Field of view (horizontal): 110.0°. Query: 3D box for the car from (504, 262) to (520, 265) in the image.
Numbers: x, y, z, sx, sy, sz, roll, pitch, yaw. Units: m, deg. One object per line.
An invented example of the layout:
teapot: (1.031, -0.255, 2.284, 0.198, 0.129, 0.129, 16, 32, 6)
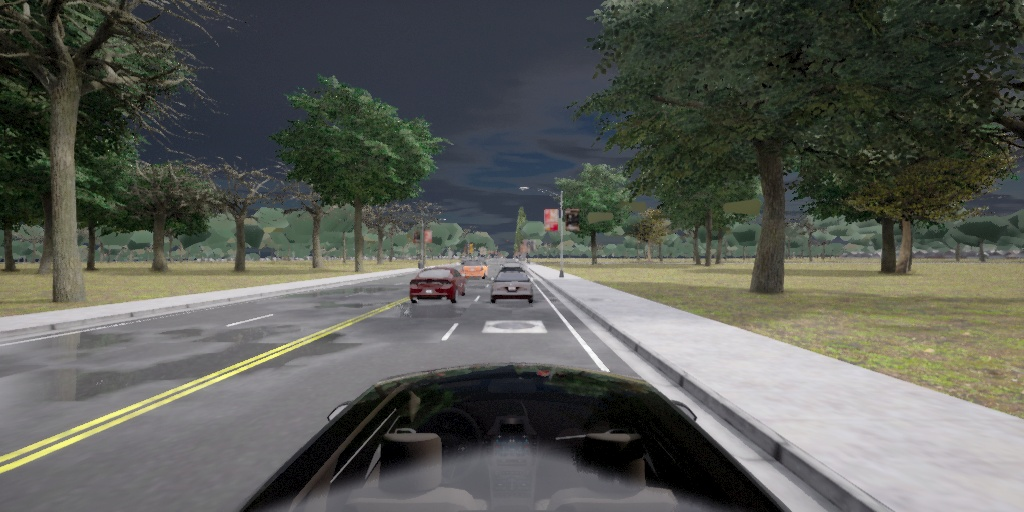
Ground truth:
car: (0.000, 1.242, 31.500, 1.882, 1.535, 5.008, 0, 0, 0)

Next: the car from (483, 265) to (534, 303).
car: (0.000, 1.314, 16.500, 2.033, 1.411, 5.357, 0, 0, 0)

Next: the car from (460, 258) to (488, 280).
car: (-3.250, 1.123, 31.470, 2.097, 1.767, 4.553, 0, 0, 0)

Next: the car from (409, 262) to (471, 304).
car: (-3.250, 1.235, 16.500, 1.882, 1.535, 5.008, 0, 0, 0)
